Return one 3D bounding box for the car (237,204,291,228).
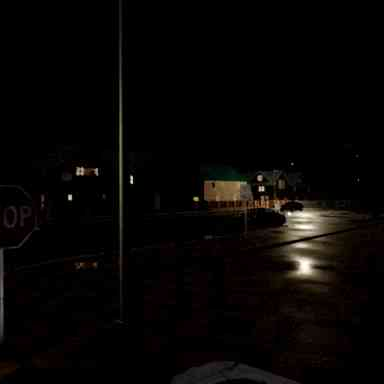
[{"bbox_3d":[5.110,1.814,24.182,1.994,1.385,4.181,-1,-1,43],"label":"car"}]

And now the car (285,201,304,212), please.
[{"bbox_3d":[14.631,2.156,48.640,1.837,1.490,4.892,-1,-1,43],"label":"car"}]
